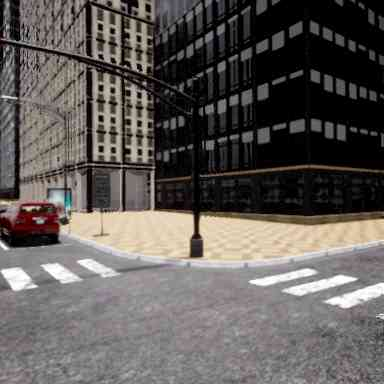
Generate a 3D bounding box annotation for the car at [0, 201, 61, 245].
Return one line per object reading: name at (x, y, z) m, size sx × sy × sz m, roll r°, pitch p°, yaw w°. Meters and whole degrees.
car at (-7.732, 1.339, 15.814) m, size 2.192 × 1.841 × 5.009 m, roll 1°, pitch -1°, yaw -36°

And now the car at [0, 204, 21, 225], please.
car at (-14.244, 1.601, 24.798) m, size 1.947 × 1.339 × 4.313 m, roll 1°, pitch -1°, yaw -36°

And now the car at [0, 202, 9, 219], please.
car at (-17.499, 1.606, 29.291) m, size 1.947 × 1.339 × 4.313 m, roll 1°, pitch -1°, yaw -36°
